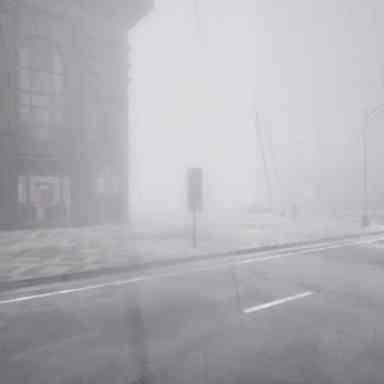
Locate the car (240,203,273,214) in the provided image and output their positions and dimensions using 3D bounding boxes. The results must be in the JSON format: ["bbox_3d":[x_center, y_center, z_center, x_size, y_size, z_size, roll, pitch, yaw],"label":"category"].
[{"bbox_3d":[7.812,2.008,40.619,1.994,1.385,4.181,0,-1,-35],"label":"car"}]
